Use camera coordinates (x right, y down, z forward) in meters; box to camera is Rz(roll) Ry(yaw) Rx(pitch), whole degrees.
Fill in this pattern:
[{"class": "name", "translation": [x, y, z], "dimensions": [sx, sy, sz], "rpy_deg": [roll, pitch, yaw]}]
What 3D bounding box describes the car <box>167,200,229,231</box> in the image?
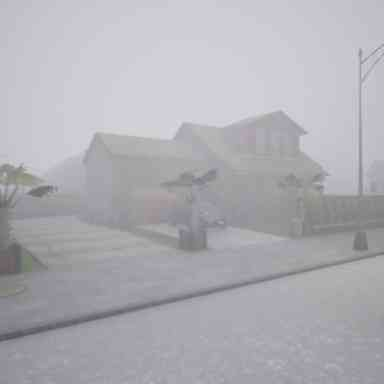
[{"class": "car", "translation": [0.303, 1.175, 17.674], "dimensions": [1.845, 1.501, 3.633], "rpy_deg": [0, 0, -38]}]
